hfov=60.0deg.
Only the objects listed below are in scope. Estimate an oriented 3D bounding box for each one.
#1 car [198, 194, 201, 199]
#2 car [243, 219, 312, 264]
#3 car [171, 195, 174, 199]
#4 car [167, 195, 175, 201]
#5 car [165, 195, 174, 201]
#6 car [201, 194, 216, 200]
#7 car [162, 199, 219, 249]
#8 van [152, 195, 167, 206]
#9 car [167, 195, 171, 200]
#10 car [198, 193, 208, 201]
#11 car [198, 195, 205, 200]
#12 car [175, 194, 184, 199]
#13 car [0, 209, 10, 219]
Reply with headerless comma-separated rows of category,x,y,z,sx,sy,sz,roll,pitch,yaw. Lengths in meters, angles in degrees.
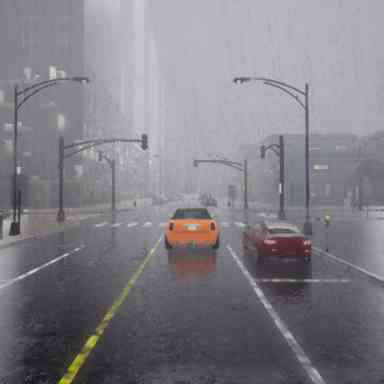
car,2.708,1.317,60.862,2.192,1.841,5.009,1,0,0
car,2.827,1.584,11.551,1.802,1.307,4.206,1,0,0
car,-5.677,1.583,77.845,1.802,1.307,4.206,1,0,0
car,-5.677,1.565,89.193,1.947,1.339,4.313,1,0,0
car,-5.677,1.566,83.520,1.947,1.339,4.313,1,0,0
car,2.705,1.443,49.514,1.967,1.590,4.097,1,0,0
car,0.000,1.369,14.622,2.097,1.767,4.553,0,0,0
van,-5.673,1.344,55.149,1.690,1.788,3.998,1,0,0
car,-5.676,1.527,66.327,1.752,1.417,4.829,1,0,0
car,2.708,1.315,83.558,2.192,1.841,5.009,1,0,0
car,2.703,1.565,94.906,1.947,1.339,4.313,1,0,0
car,-3.000,1.349,79.029,2.097,1.767,4.553,0,0,0
car,-17.425,1.663,27.680,4.206,1.307,1.802,-1,0,1
